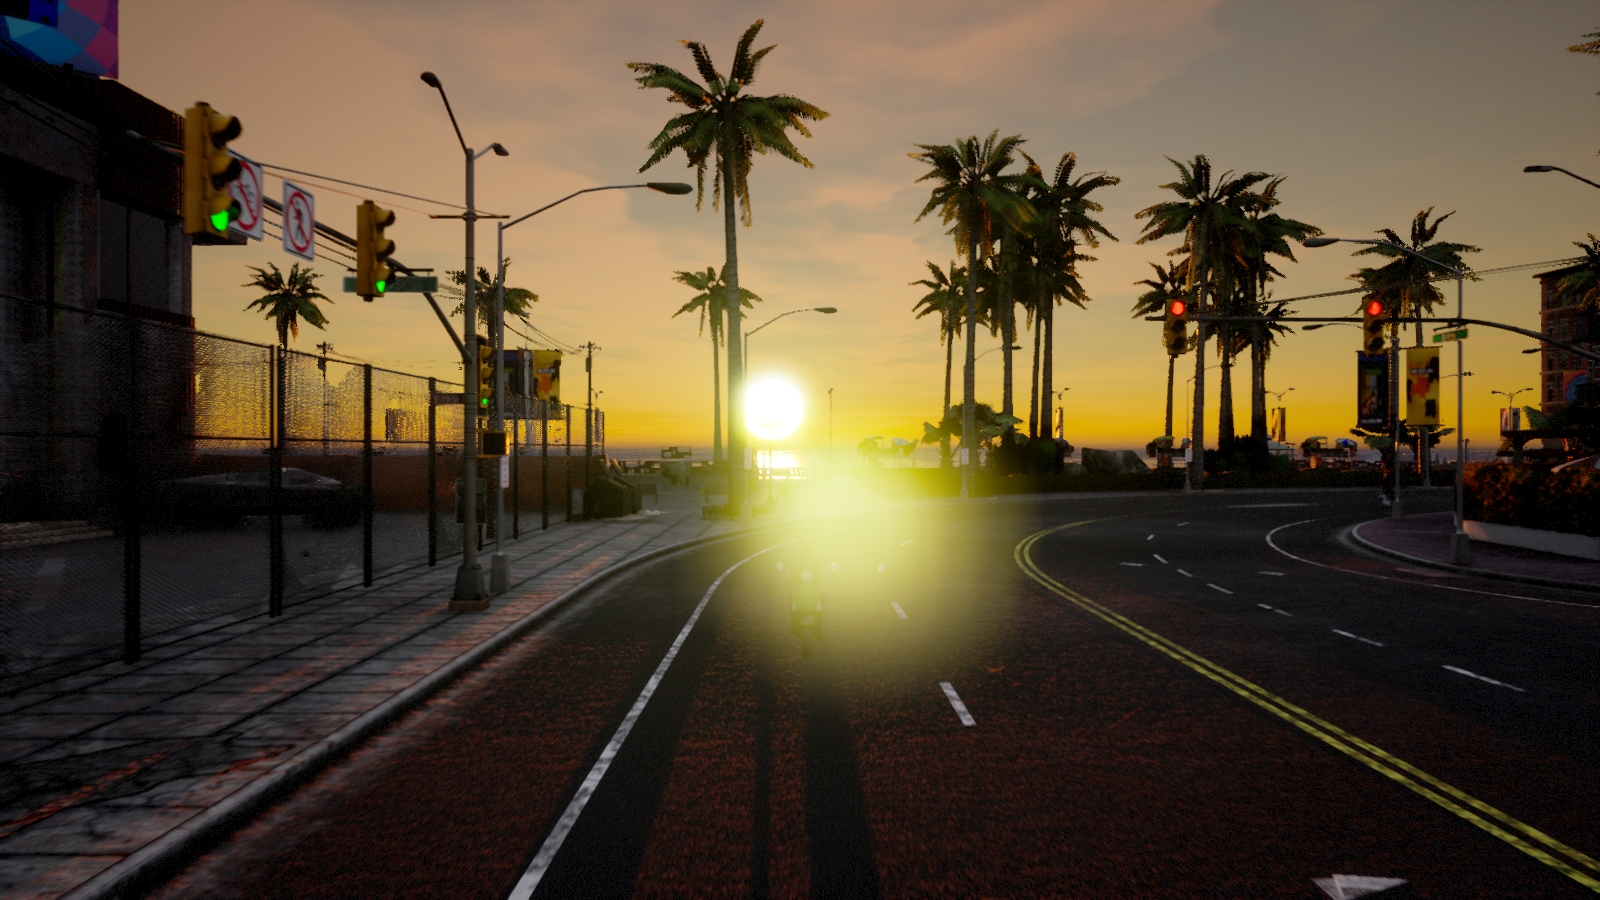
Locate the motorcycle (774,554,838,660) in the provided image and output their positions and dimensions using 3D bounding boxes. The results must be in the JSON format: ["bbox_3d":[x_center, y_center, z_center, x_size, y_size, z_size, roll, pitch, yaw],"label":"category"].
[{"bbox_3d":[0.095,2.182,16.158,0.856,1.236,1.805,0,0,1],"label":"motorcycle"}]
